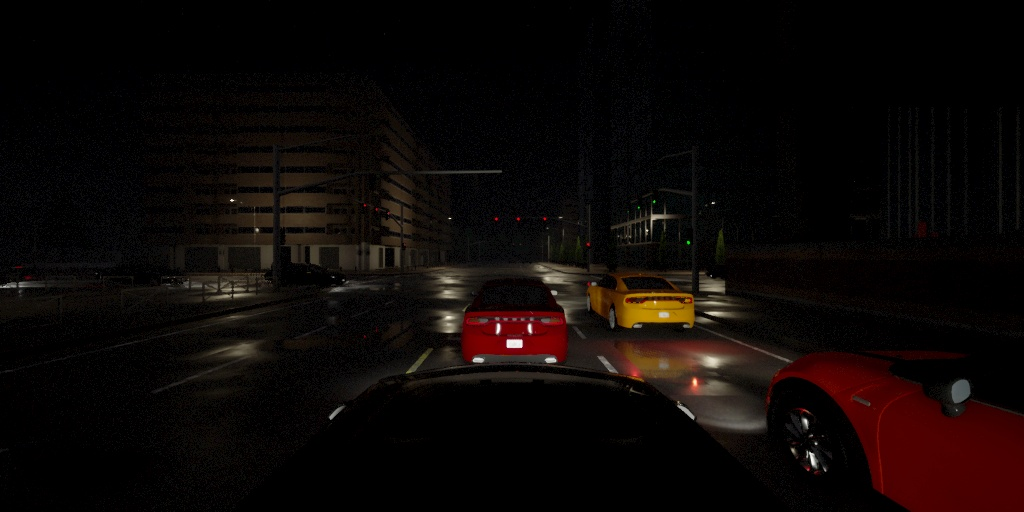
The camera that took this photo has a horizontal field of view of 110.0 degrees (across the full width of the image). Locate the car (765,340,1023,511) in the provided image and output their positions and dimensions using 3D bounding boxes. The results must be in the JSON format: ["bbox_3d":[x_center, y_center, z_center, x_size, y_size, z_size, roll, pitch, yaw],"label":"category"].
[{"bbox_3d":[3.600,1.102,1.733,2.097,1.767,4.553,0,0,0],"label":"car"}]

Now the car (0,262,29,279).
[{"bbox_3d":[-41.064,1.331,27.739,4.674,1.442,1.812,0,0,0],"label":"car"}]

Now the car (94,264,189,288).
[{"bbox_3d":[-24.641,1.311,24.159,4.892,1.490,1.837,0,0,0],"label":"car"}]

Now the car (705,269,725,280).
[{"bbox_3d":[19.530,1.406,31.180,4.718,1.301,1.895,0,0,0],"label":"car"}]

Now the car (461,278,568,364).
[{"bbox_3d":[0.061,1.228,8.105,1.882,1.535,5.008,0,0,0],"label":"car"}]

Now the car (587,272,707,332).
[{"bbox_3d":[3.580,1.228,10.879,1.882,1.535,5.008,0,0,0],"label":"car"}]

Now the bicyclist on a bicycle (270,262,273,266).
[{"bbox_3d":[-25.527,1.106,38.644,0.582,1.620,1.656,0,0,0],"label":"bicyclist on a bicycle"}]

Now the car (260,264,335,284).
[{"bbox_3d":[-16.425,1.331,27.670,4.674,1.442,1.812,0,0,-1],"label":"car"}]

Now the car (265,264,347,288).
[{"bbox_3d":[-13.382,1.325,23.767,4.674,1.442,1.812,0,0,6],"label":"car"}]

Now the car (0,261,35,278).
[{"bbox_3d":[-50.339,1.297,34.913,4.902,1.511,2.128,0,0,1],"label":"car"}]

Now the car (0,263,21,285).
[{"bbox_3d":[-36.807,1.370,24.216,4.181,1.385,1.994,0,0,1],"label":"car"}]
